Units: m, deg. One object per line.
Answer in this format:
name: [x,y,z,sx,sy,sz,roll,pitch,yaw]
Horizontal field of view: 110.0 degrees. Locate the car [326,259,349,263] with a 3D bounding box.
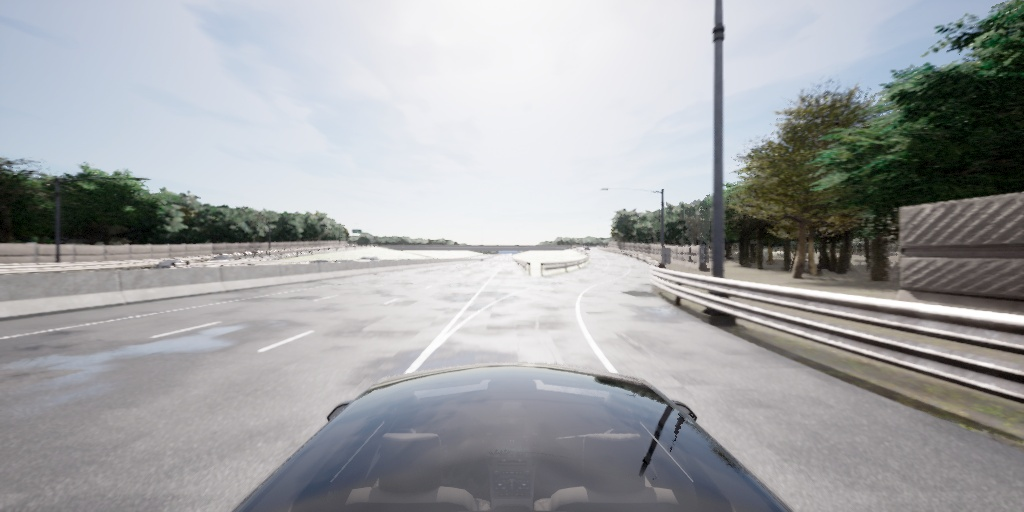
car: [-24.727,1.239,52.793,1.882,1.535,5.008,0,0,0]

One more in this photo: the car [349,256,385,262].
car: [-21.226,0.987,52.782,2.150,2.045,5.566,0,0,0]

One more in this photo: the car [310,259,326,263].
car: [-28.223,1.260,52.776,1.837,1.490,4.892,0,0,0]
